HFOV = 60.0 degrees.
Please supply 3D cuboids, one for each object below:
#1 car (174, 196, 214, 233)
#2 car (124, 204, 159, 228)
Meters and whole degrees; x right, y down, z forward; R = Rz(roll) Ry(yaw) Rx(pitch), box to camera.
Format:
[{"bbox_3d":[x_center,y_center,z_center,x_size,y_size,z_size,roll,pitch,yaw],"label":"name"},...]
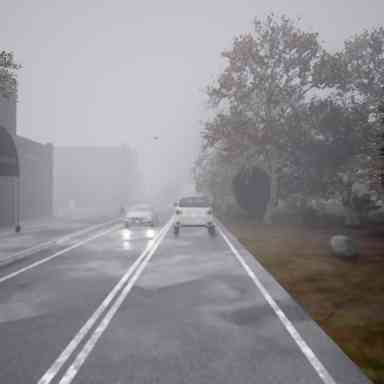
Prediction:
[{"bbox_3d":[0.102,1.236,19.821,2.150,2.045,5.566,0,0,0],"label":"car"},{"bbox_3d":[-3.339,1.555,22.622,1.812,1.442,4.674,0,0,0],"label":"car"}]
